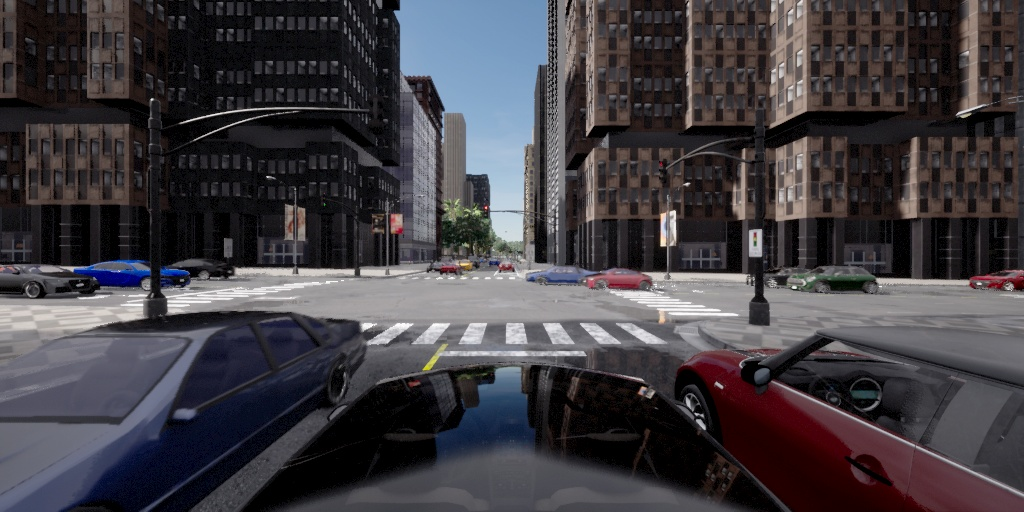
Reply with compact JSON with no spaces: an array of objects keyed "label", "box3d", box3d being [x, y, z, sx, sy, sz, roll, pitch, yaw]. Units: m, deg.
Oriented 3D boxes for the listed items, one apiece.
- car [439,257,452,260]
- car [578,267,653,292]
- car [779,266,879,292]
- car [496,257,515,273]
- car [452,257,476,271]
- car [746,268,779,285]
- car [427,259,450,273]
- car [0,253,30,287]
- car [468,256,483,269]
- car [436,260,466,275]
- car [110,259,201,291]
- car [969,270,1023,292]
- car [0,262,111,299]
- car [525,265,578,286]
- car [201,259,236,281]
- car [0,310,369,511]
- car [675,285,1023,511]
[{"label":"car","box3d":[-9.191,1.084,49.161,2.192,1.841,5.009,0,0,0]},{"label":"car","box3d":[6.569,1.432,22.455,4.181,1.385,1.994,1,0,-1]},{"label":"car","box3d":[19.994,1.413,22.536,4.553,1.767,2.097,1,0,0]},{"label":"car","box3d":[-0.628,1.197,43.792,1.967,1.591,4.097,0,0,0]},{"label":"car","box3d":[-6.522,1.247,48.958,1.882,1.535,5.008,0,0,0]},{"label":"car","box3d":[19.556,1.557,25.788,4.892,1.490,1.837,1,0,0]},{"label":"car","box3d":[-9.153,1.323,43.735,1.948,1.339,4.313,0,0,0]},{"label":"car","box3d":[-28.950,0.722,18.780,4.553,1.767,2.097,1,0,0]},{"label":"car","box3d":[-6.588,1.014,59.296,2.150,2.045,5.566,0,0,0]},{"label":"car","box3d":[-6.482,1.347,38.563,1.895,1.301,4.718,0,0,1]},{"label":"car","box3d":[-19.838,0.976,18.837,5.008,1.535,1.882,1,0,0]},{"label":"car","box3d":[36.241,1.772,25.885,5.008,1.535,1.882,1,0,0]},{"label":"car","box3d":[-20.774,1.053,15.583,4.181,1.385,1.994,1,0,0]},{"label":"car","box3d":[3.646,1.370,25.687,5.357,1.411,2.033,1,0,0]},{"label":"car","box3d":[-22.559,0.930,25.521,5.008,1.535,1.882,1,0,0]},{"label":"car","box3d":[-3.155,1.297,3.408,2.033,1.411,5.357,0,0,-1]},{"label":"car","box3d":[2.763,1.190,2.403,1.967,1.591,4.097,0,0,0]}]
